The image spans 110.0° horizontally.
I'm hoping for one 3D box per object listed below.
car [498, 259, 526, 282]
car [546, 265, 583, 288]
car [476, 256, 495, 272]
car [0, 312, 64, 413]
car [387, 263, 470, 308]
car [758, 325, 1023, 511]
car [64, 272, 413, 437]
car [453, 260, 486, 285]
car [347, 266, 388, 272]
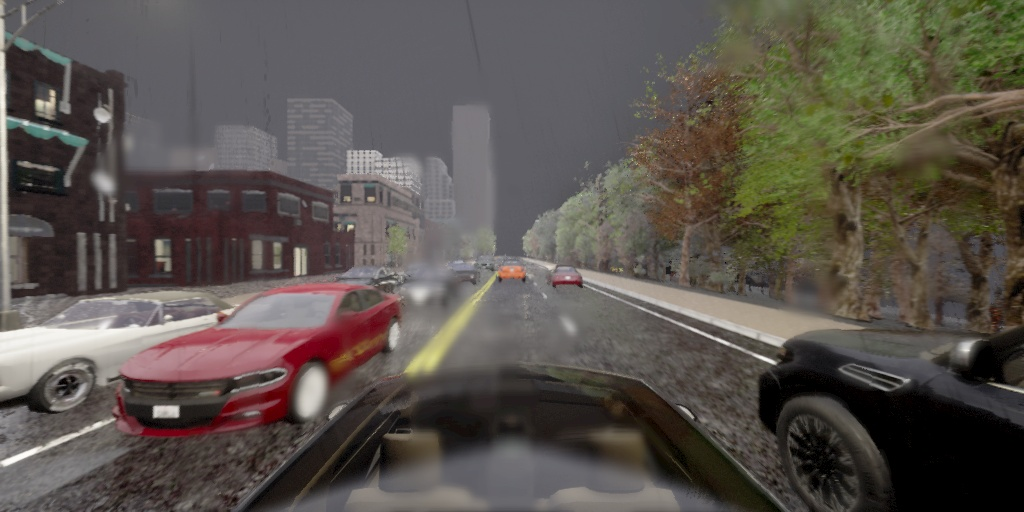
[{"bbox_3d":[0.005,1.047,28.543,2.097,1.767,4.553,0,0,0],"label":"car"},{"bbox_3d":[3.353,1.271,23.535,1.994,1.385,4.181,0,0,0],"label":"car"},{"bbox_3d":[-3.245,0.979,44.456,2.150,2.045,5.566,0,0,0],"label":"car"},{"bbox_3d":[-6.572,1.342,6.142,1.895,1.301,4.718,0,0,0],"label":"car"},{"bbox_3d":[-3.268,1.215,15.212,2.128,1.511,4.902,0,0,0],"label":"car"},{"bbox_3d":[3.350,0.974,0.930,2.150,2.045,5.566,0,0,0],"label":"car"},{"bbox_3d":[-3.326,1.219,5.938,1.882,1.535,5.008,0,0,0],"label":"car"},{"bbox_3d":[-3.249,1.249,25.828,2.033,1.411,5.357,0,0,0],"label":"car"},{"bbox_3d":[-6.506,1.213,16.128,2.128,1.511,4.902,0,0,0],"label":"car"}]
